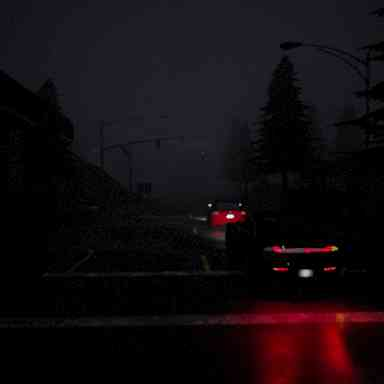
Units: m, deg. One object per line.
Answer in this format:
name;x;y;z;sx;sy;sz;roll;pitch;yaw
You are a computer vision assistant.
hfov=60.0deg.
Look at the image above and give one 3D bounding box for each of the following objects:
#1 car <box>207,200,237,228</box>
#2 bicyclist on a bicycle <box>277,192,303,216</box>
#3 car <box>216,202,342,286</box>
car;1.891;1.139;18.616;1.994;1.385;4.181;-1;2;-1
bicyclist on a bicycle;5.700;0.843;19.428;1.656;1.620;0.582;0;1;-2
car;2.041;1.244;8.662;2.128;1.511;4.902;0;2;-2
